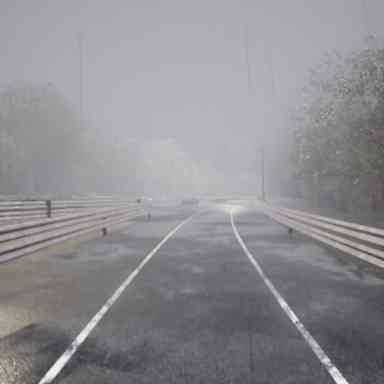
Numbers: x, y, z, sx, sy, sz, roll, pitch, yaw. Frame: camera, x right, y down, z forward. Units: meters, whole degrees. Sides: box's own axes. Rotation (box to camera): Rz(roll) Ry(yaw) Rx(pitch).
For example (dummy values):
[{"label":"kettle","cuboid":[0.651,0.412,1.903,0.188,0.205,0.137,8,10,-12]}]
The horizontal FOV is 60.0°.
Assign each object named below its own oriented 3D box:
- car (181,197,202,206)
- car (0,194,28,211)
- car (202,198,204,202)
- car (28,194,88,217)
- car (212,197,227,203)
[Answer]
[{"label":"car","cuboid":[-0.310,1.567,55.064,1.812,1.442,4.674,1,0,20]},{"label":"car","cuboid":[-13.823,0.985,28.365,2.097,1.767,4.553,0,-1,20]},{"label":"car","cuboid":[1.483,1.839,80.649,2.033,1.411,5.357,0,-1,20]},{"label":"car","cuboid":[-10.552,0.995,27.117,2.097,1.767,4.553,0,-1,20]},{"label":"car","cuboid":[6.490,1.785,73.915,1.812,1.442,4.674,0,-1,20]}]
